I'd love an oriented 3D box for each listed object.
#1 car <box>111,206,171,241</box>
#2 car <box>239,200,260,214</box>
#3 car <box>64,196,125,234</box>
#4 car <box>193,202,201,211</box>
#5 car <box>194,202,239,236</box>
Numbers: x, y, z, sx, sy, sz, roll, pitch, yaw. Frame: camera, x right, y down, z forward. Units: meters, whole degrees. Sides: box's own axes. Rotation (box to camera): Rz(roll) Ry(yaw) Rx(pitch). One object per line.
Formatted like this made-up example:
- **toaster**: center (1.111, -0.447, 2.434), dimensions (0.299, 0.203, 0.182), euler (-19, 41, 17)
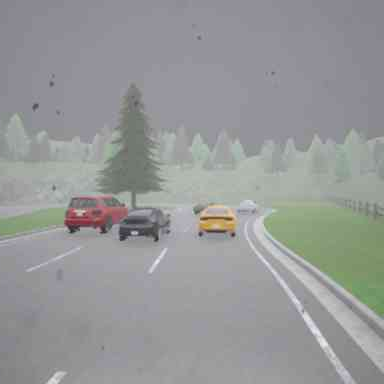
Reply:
- **car**: center (-2.250, 1.529, 16.824), dimensions (1.837, 1.490, 4.892), euler (0, 0, 6)
- **car**: center (6.265, 1.586, 36.827), dimensions (1.812, 1.442, 4.674), euler (0, 0, 19)
- **car**: center (-5.409, 1.247, 19.795), dimensions (2.150, 2.045, 5.566), euler (0, 0, 8)
- **car**: center (1.719, 1.654, 34.407), dimensions (1.895, 1.301, 4.718), euler (0, 0, 19)
- **car**: center (1.512, 1.507, 18.655), dimensions (1.882, 1.535, 5.008), euler (0, 0, 8)
